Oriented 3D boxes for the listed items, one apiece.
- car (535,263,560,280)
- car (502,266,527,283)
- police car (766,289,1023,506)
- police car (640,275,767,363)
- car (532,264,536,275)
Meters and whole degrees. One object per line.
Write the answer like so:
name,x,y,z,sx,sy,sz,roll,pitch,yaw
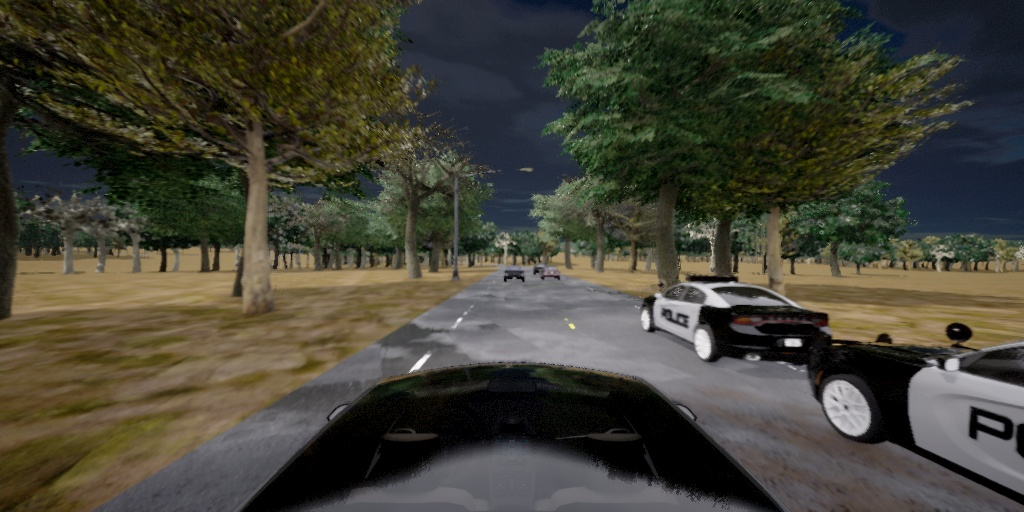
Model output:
car,3.819,1.682,36.754,2.033,1.411,5.357,0,-1,1
car,0.209,1.535,31.011,2.033,1.411,5.357,1,-3,0
police car,4.550,1.184,2.410,1.930,1.638,5.238,1,-1,0
police car,4.594,1.259,8.420,1.930,1.638,5.238,1,-1,0
car,3.786,1.734,47.886,1.882,1.535,5.008,0,0,1
